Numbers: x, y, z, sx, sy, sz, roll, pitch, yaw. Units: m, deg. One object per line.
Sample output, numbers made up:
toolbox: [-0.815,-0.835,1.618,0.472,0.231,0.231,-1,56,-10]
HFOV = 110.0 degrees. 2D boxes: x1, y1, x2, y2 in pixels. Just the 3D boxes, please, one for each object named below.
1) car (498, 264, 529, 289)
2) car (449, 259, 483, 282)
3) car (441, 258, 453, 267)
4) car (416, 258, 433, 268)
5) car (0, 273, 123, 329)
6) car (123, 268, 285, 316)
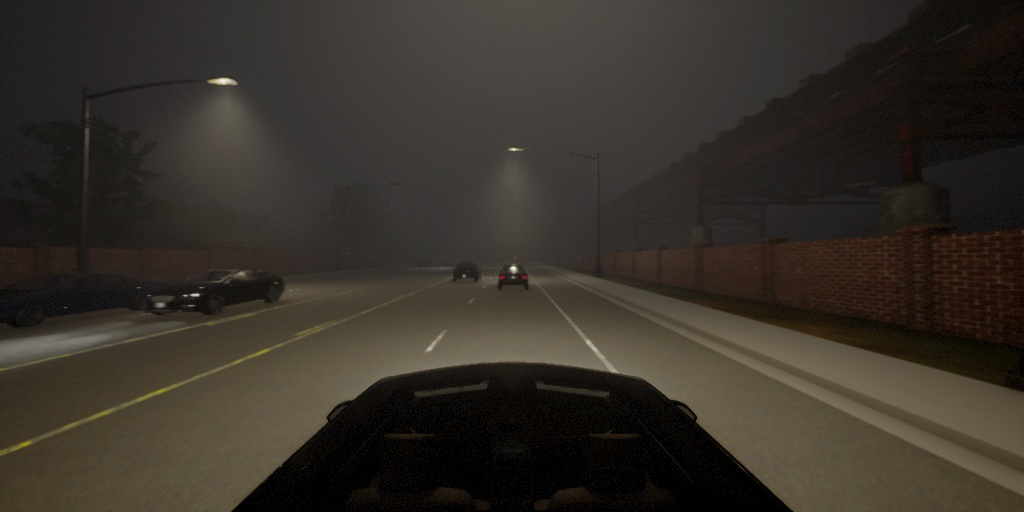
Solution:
car: [0.076,1.231,22.443,2.033,1.411,5.357,0,0,0]
car: [-3.412,1.169,27.993,1.837,1.490,4.892,0,0,0]
car: [-10.538,1.050,59.367,2.128,1.511,4.902,0,0,1]
car: [-14.039,1.060,57.799,1.837,1.490,4.892,0,0,1]
car: [-14.103,1.271,11.488,2.033,1.411,5.357,0,0,0]
car: [-10.601,1.208,13.262,2.128,1.511,4.902,0,0,0]
